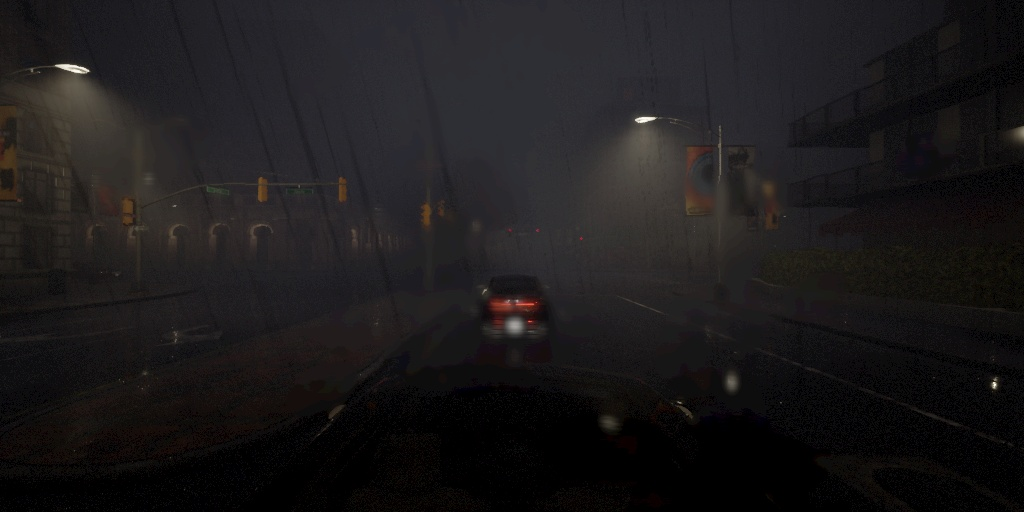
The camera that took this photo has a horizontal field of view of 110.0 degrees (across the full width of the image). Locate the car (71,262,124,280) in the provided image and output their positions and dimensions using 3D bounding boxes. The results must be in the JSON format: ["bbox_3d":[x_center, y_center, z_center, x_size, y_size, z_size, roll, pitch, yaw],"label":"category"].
[{"bbox_3d":[-33.901,1.242,28.551,4.902,1.511,2.128,0,0,0],"label":"car"}]

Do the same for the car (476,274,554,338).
[{"bbox_3d":[0.077,1.255,10.153,1.837,1.490,4.892,0,0,0],"label":"car"}]

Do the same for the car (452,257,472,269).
[{"bbox_3d":[-8.054,1.276,58.349,1.812,1.442,4.674,0,0,0],"label":"car"}]

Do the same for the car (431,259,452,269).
[{"bbox_3d":[-11.545,1.276,58.574,1.812,1.442,4.674,0,0,0],"label":"car"}]
